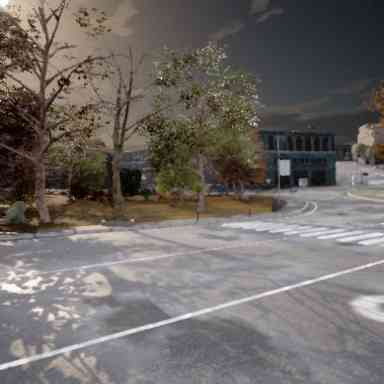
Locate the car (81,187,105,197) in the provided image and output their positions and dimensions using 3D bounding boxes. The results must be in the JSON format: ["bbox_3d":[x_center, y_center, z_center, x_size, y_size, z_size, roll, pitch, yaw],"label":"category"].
[{"bbox_3d":[-21.630,-0.052,72.806,2.435,2.045,5.566,-1,2,17],"label":"car"}]

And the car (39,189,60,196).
[{"bbox_3d":[-35.759,0.026,83.716,2.097,1.535,5.008,-1,3,18],"label":"car"}]

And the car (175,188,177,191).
[{"bbox_3d":[-2.372,-0.025,58.864,2.231,1.521,4.892,-2,2,15],"label":"car"}]

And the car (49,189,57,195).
[{"bbox_3d":[-31.125,0.099,79.882,1.946,1.575,5.366,0,3,18],"label":"car"}]

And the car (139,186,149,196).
[{"bbox_3d":[-7.233,-0.185,62.322,2.435,2.045,5.566,-2,2,15],"label":"car"}]

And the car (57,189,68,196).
[{"bbox_3d":[-28.735,0.002,78.212,2.185,1.767,4.553,-1,3,18],"label":"car"}]

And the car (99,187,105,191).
[{"bbox_3d":[-16.843,0.069,69.316,2.185,1.767,4.553,-1,2,16],"label":"car"}]

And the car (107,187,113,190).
[{"bbox_3d":[-14.457,-0.074,67.549,2.435,2.045,5.566,-2,2,16],"label":"car"}]
